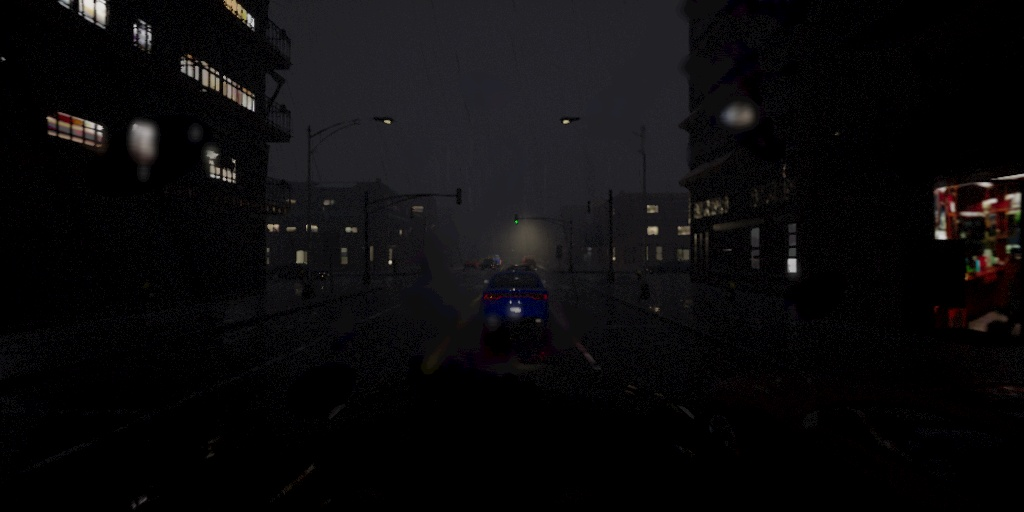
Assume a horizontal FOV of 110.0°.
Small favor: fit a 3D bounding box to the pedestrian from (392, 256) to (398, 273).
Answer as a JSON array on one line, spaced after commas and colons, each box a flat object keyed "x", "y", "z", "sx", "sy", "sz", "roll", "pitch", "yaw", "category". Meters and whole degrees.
[{"x": -12.507, "y": 0.916, "z": 38.300, "sx": 0.375, "sy": 1.860, "sz": 0.375, "roll": 0, "pitch": 1, "yaw": 0, "category": "pedestrian"}]

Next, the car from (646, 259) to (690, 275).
[{"x": 14.368, "y": 1.031, "z": 32.776, "sx": 4.181, "sy": 1.385, "sz": 1.994, "roll": -1, "pitch": 0, "yaw": 0, "category": "car"}]

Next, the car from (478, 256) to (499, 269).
[{"x": -3.084, "y": 1.111, "z": 47.640, "sx": 1.837, "sy": 1.490, "sz": 4.892, "roll": 0, "pitch": 0, "yaw": 0, "category": "car"}]

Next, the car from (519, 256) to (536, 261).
[{"x": 2.697, "y": 0.899, "z": 56.565, "sx": 2.192, "sy": 1.841, "sz": 5.009, "roll": 0, "pitch": 0, "yaw": 0, "category": "car"}]

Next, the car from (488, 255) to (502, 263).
[{"x": -3.080, "y": 0.803, "z": 57.592, "sx": 2.150, "sy": 2.045, "sz": 5.566, "roll": 0, "pitch": 0, "yaw": 1, "category": "car"}]

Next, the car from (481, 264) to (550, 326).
[{"x": 0.099, "y": 1.194, "z": 11.511, "sx": 1.882, "sy": 1.535, "sz": 5.008, "roll": 0, "pitch": 0, "yaw": 0, "category": "car"}]

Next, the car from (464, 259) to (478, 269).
[{"x": -5.772, "y": 1.142, "z": 51.044, "sx": 1.888, "sy": 1.381, "sz": 4.507, "roll": 0, "pitch": 0, "yaw": 0, "category": "car"}]

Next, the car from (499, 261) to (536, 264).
[{"x": 0.604, "y": 1.244, "z": 22.394, "sx": 1.994, "sy": 1.385, "sz": 4.181, "roll": 0, "pitch": 0, "yaw": 9, "category": "car"}]

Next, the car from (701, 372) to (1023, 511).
[{"x": 2.691, "y": 1.332, "z": 1.814, "sx": 1.802, "sy": 1.307, "sz": 4.207, "roll": 0, "pitch": 0, "yaw": 0, "category": "car"}]

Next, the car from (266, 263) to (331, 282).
[{"x": -17.506, "y": 1.346, "z": 29.563, "sx": 4.892, "sy": 1.490, "sz": 1.837, "roll": -1, "pitch": 0, "yaw": 0, "category": "car"}]
